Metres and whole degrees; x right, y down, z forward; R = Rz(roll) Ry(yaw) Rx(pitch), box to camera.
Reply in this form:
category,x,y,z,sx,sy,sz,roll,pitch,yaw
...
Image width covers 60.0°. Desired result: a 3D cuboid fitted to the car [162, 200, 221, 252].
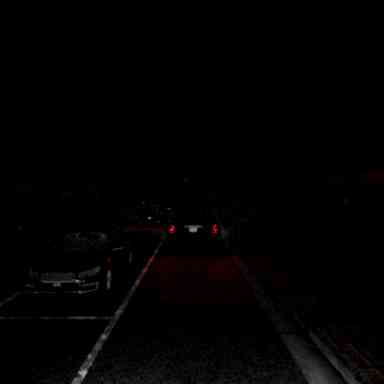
category,x,y,z,sx,sy,sz,roll,pitch,yaw
car,0.062,1.402,14.195,2.097,1.767,4.553,0,0,0

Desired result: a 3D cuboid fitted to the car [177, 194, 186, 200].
category,x,y,z,sx,sy,sz,roll,pitch,yaw
car,-2.650,1.496,64.067,1.802,1.307,4.206,0,1,0

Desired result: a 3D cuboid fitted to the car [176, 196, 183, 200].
category,x,y,z,sx,sy,sz,roll,pitch,yaw
car,-2.651,1.629,47.447,1.947,1.339,4.313,0,0,0

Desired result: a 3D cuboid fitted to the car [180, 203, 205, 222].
category,x,y,z,sx,sy,sz,roll,pitch,yaw
car,0.055,1.673,28.359,1.895,1.301,4.718,0,0,0

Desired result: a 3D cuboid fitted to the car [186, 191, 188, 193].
category,x,y,z,sx,sy,sz,roll,pitch,yaw
car,-2.652,1.078,91.744,2.008,1.369,4.403,1,1,0

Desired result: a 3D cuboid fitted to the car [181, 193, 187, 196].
category,x,y,z,sx,sy,sz,roll,pitch,yaw
car,-2.650,1.412,69.599,1.947,1.339,4.313,0,1,0

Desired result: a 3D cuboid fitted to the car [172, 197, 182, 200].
category,x,y,z,sx,sy,sz,roll,pitch,yaw
car,-2.652,1.646,41.906,1.947,1.339,4.313,0,0,0

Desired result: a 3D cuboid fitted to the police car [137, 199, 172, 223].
category,x,y,z,sx,sy,sz,roll,pitch,yaw
police car,-2.756,1.493,24.185,1.930,1.638,5.238,0,0,0

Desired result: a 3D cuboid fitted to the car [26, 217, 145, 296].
category,x,y,z,sx,sy,sz,roll,pitch,yaw
car,-2.648,1.586,8.696,2.008,1.369,4.403,-1,0,0

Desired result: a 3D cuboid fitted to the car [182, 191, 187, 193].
category,x,y,z,sx,sy,sz,roll,pitch,yaw
car,-2.651,1.218,75.130,1.967,1.590,4.097,0,1,0
